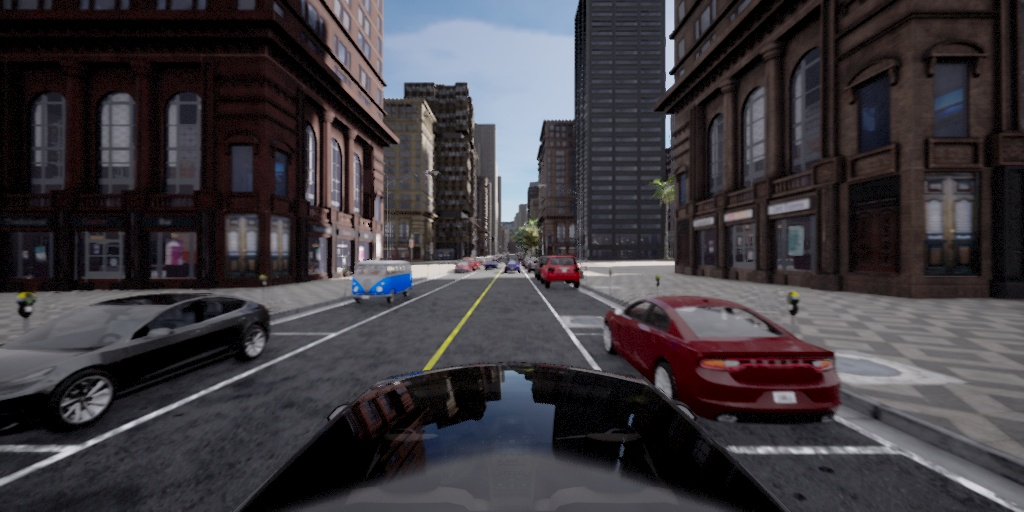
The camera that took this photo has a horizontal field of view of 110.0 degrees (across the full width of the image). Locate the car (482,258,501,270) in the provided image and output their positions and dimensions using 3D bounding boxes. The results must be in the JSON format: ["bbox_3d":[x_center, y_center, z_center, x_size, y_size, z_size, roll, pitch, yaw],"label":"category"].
[{"bbox_3d":[-3.040,1.366,52.925,1.895,1.301,4.718,0,0,0],"label":"car"}]

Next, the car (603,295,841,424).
[{"bbox_3d":[2.764,1.298,5.865,1.888,1.381,4.507,0,0,0],"label":"car"}]

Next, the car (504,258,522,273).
[{"bbox_3d":[0.064,1.297,44.647,1.812,1.442,4.674,0,0,1],"label":"car"}]

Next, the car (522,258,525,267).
[{"bbox_3d":[2.791,1.349,54.462,1.802,1.307,4.207,0,0,0],"label":"car"}]

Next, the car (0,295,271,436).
[{"bbox_3d":[-5.761,1.313,5.601,1.948,1.339,4.313,0,0,0],"label":"car"}]

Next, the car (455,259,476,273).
[{"bbox_3d":[-5.741,1.348,42.707,1.802,1.307,4.207,0,0,0],"label":"car"}]

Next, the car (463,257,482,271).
[{"bbox_3d":[-5.738,1.081,48.007,2.192,1.841,5.009,0,0,0],"label":"car"}]

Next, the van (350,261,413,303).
[{"bbox_3d":[-5.755,1.093,16.203,1.690,1.789,3.998,0,0,0],"label":"van"}]

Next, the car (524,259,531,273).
[{"bbox_3d":[2.785,1.337,43.661,1.948,1.339,4.313,0,0,0],"label":"car"}]

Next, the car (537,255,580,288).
[{"bbox_3d":[3.118,0.982,24.053,2.150,2.045,5.566,0,0,0],"label":"car"}]

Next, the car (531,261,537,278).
[{"bbox_3d":[3.122,0.994,31.053,2.150,2.045,5.566,0,0,0],"label":"car"}]

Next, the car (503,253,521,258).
[{"bbox_3d":[0.060,0.981,59.256,2.150,2.045,5.566,0,-1,1],"label":"car"}]
